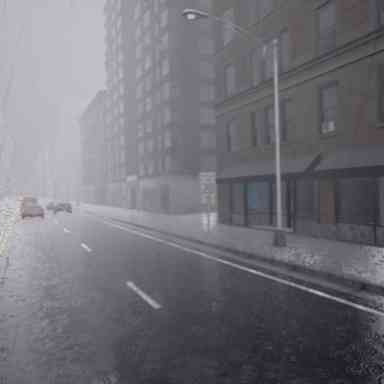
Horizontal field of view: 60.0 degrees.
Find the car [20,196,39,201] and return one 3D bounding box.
[{"bbox_3d":[-22.547,1.599,46.200,2.150,2.045,5.566,-2,0,-27],"label":"car"}]

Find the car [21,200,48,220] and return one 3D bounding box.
[{"bbox_3d":[-15.254,1.816,31.839,1.994,1.385,4.181,-2,0,-27],"label":"car"}]

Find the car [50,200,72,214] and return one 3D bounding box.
[{"bbox_3d":[-14.925,1.716,38.234,1.837,1.490,4.892,-2,0,-26],"label":"car"}]

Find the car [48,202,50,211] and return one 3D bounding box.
[{"bbox_3d":[-19.096,1.847,46.391,1.994,1.385,4.181,-2,0,-27],"label":"car"}]
